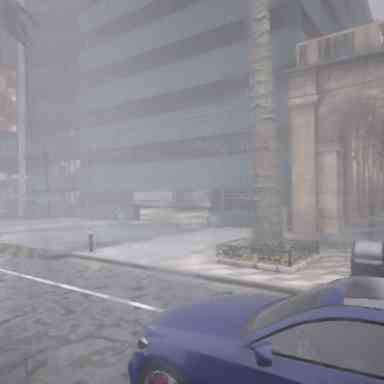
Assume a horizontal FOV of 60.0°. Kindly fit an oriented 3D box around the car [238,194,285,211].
[{"bbox_3d":[6.298,1.148,25.554,5.566,2.045,2.435,-1,-1,35],"label":"car"}]

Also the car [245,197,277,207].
[{"bbox_3d":[11.158,1.597,54.021,4.674,1.452,2.002,-1,-1,35],"label":"car"}]

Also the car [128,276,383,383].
[{"bbox_3d":[1.516,1.530,2.910,4.674,1.442,1.812,-1,-1,35],"label":"car"}]
